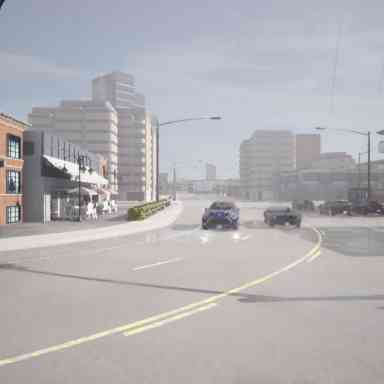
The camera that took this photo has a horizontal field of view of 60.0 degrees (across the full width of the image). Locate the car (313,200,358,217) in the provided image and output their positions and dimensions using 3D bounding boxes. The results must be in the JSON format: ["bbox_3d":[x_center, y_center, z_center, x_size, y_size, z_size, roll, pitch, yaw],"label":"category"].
[{"bbox_3d":[13.507,1.505,31.633,1.837,1.490,4.892,0,0,1],"label":"car"}]

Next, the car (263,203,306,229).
[{"bbox_3d":[5.915,1.601,22.080,1.895,1.301,4.718,0,0,6],"label":"car"}]

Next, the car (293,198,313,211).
[{"bbox_3d":[13.620,1.526,41.103,1.812,1.442,4.674,0,0,0],"label":"car"}]

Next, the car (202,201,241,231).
[{"bbox_3d":[1.935,1.352,20.789,2.097,1.767,4.553,0,0,11],"label":"car"}]

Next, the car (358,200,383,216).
[{"bbox_3d":[17.011,1.526,32.560,1.812,1.442,4.674,0,0,1],"label":"car"}]
